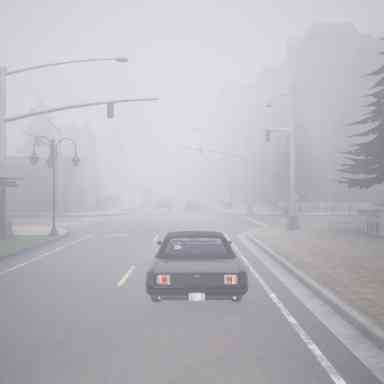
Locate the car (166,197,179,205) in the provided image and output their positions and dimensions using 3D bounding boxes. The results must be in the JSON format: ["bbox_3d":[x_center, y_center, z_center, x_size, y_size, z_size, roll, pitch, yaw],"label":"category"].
[{"bbox_3d":[-3.589,1.564,61.782,1.994,1.385,4.181,0,0,0],"label":"car"}]

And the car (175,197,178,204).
[{"bbox_3d":[-3.604,1.601,51.703,1.895,1.301,4.718,0,0,0],"label":"car"}]

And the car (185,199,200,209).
[{"bbox_3d":[0.079,1.564,44.640,1.994,1.385,4.181,0,0,0],"label":"car"}]

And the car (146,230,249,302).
[{"bbox_3d":[0.067,1.601,8.210,1.895,1.301,4.718,0,0,-1],"label":"car"}]

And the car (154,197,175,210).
[{"bbox_3d":[-3.606,1.526,42.682,1.812,1.442,4.674,0,0,1],"label":"car"}]

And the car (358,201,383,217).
[{"bbox_3d":[16.861,1.493,28.513,5.008,1.535,1.882,0,0,-2],"label":"car"}]
